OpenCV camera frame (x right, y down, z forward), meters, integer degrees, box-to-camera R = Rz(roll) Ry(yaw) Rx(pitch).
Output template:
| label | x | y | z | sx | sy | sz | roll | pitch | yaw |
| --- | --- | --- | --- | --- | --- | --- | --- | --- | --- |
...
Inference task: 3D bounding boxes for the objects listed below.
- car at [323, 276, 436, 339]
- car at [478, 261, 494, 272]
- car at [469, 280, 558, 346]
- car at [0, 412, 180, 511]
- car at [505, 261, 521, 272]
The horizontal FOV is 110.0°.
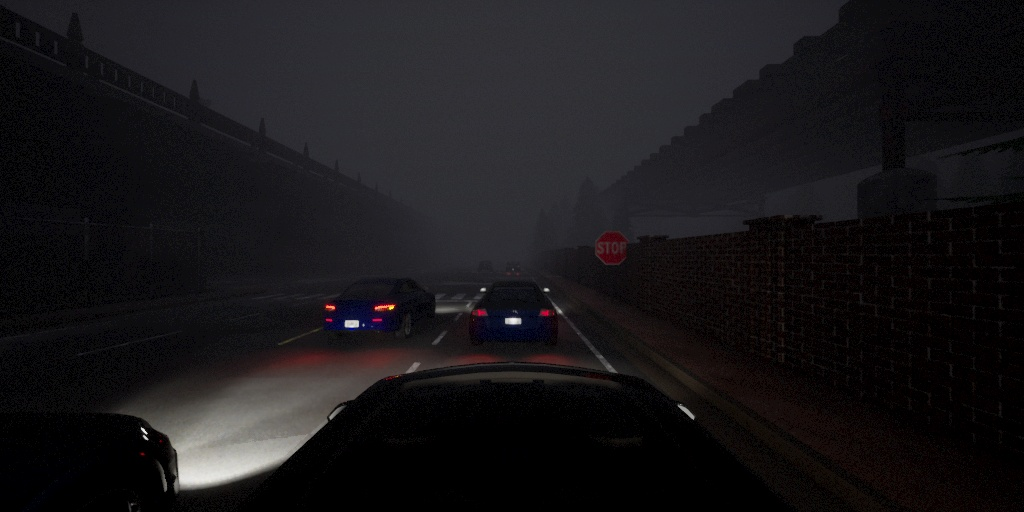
| label | x | y | z | sx | sy | sz | roll | pitch | yaw |
| --- | --- | --- | --- | --- | --- | --- | --- | --- | --- |
| car | -3.411 | 1.275 | 9.930 | 1.812 | 1.442 | 4.674 | 0 | 0 | 0 |
| car | -3.386 | 1.293 | 46.014 | 2.033 | 1.411 | 5.357 | 0 | 0 | -1 |
| car | 0.070 | 1.313 | 9.407 | 1.994 | 1.385 | 4.181 | 0 | 0 | 1 |
| car | -3.399 | 1.314 | 0.835 | 1.994 | 1.385 | 4.181 | 0 | 0 | 0 |
| car | 0.109 | 1.347 | 46.211 | 1.895 | 1.301 | 4.718 | 0 | 0 | -1 |
